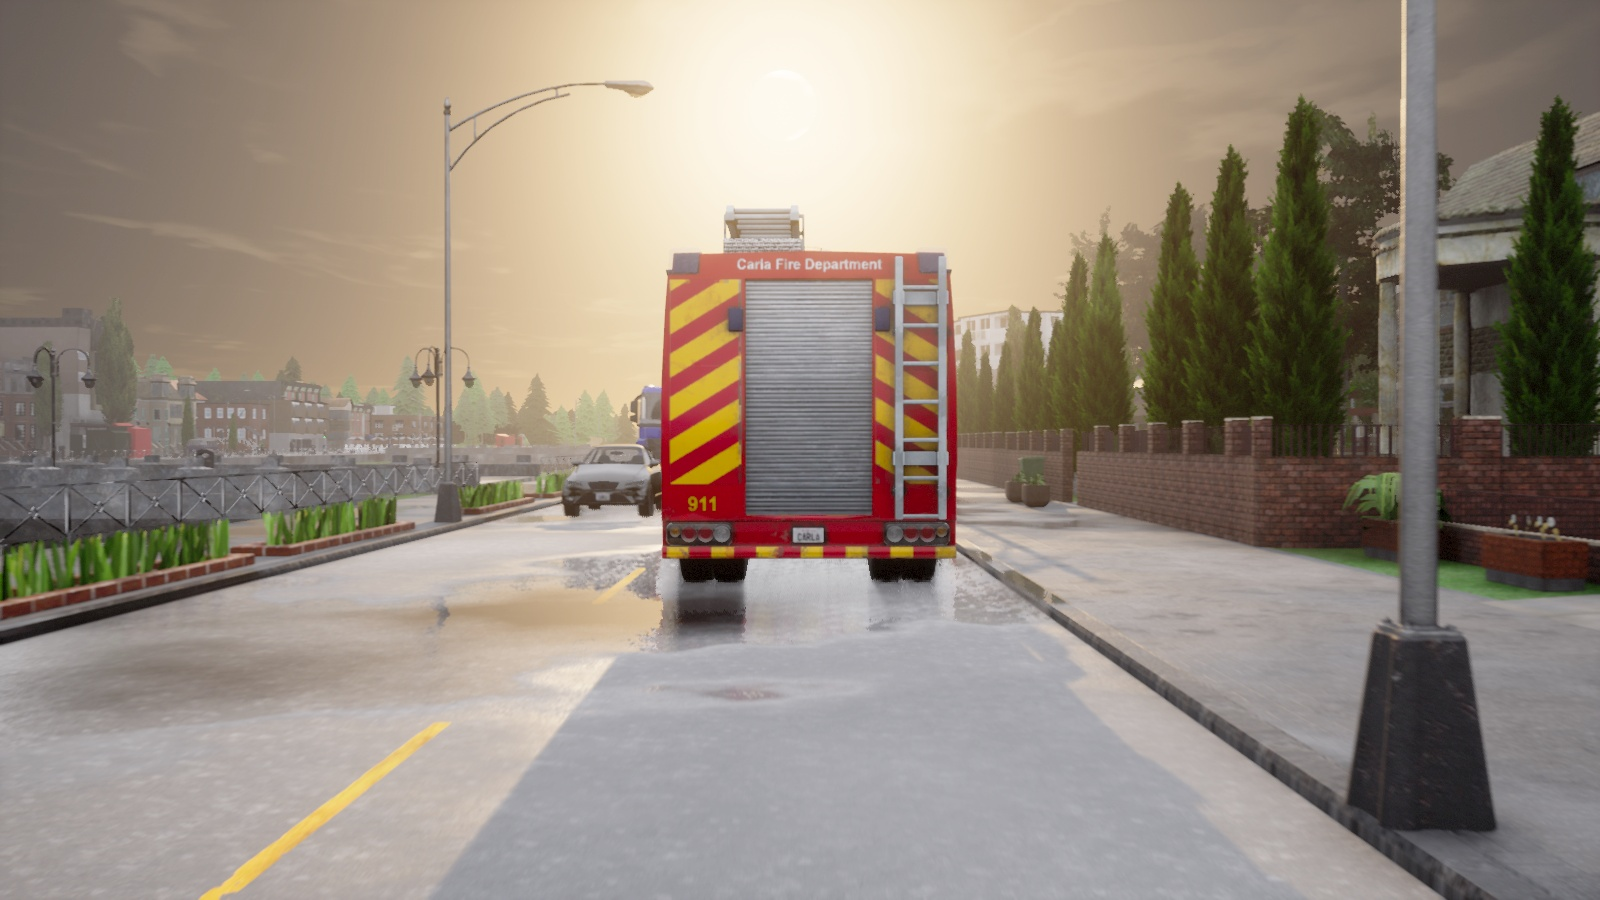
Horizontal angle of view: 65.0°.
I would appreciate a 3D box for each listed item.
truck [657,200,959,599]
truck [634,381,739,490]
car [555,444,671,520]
[{"bbox_3d":[0.095,-0.510,16.284,2.891,3.827,8.468,0,0,0],"label":"truck"},{"bbox_3d":[-3.781,-0.484,43.612,2.891,3.462,7.936,0,0,0],"label":"truck"},{"bbox_3d":[-3.860,0.608,26.543,1.816,1.474,4.193,0,0,0],"label":"car"}]
